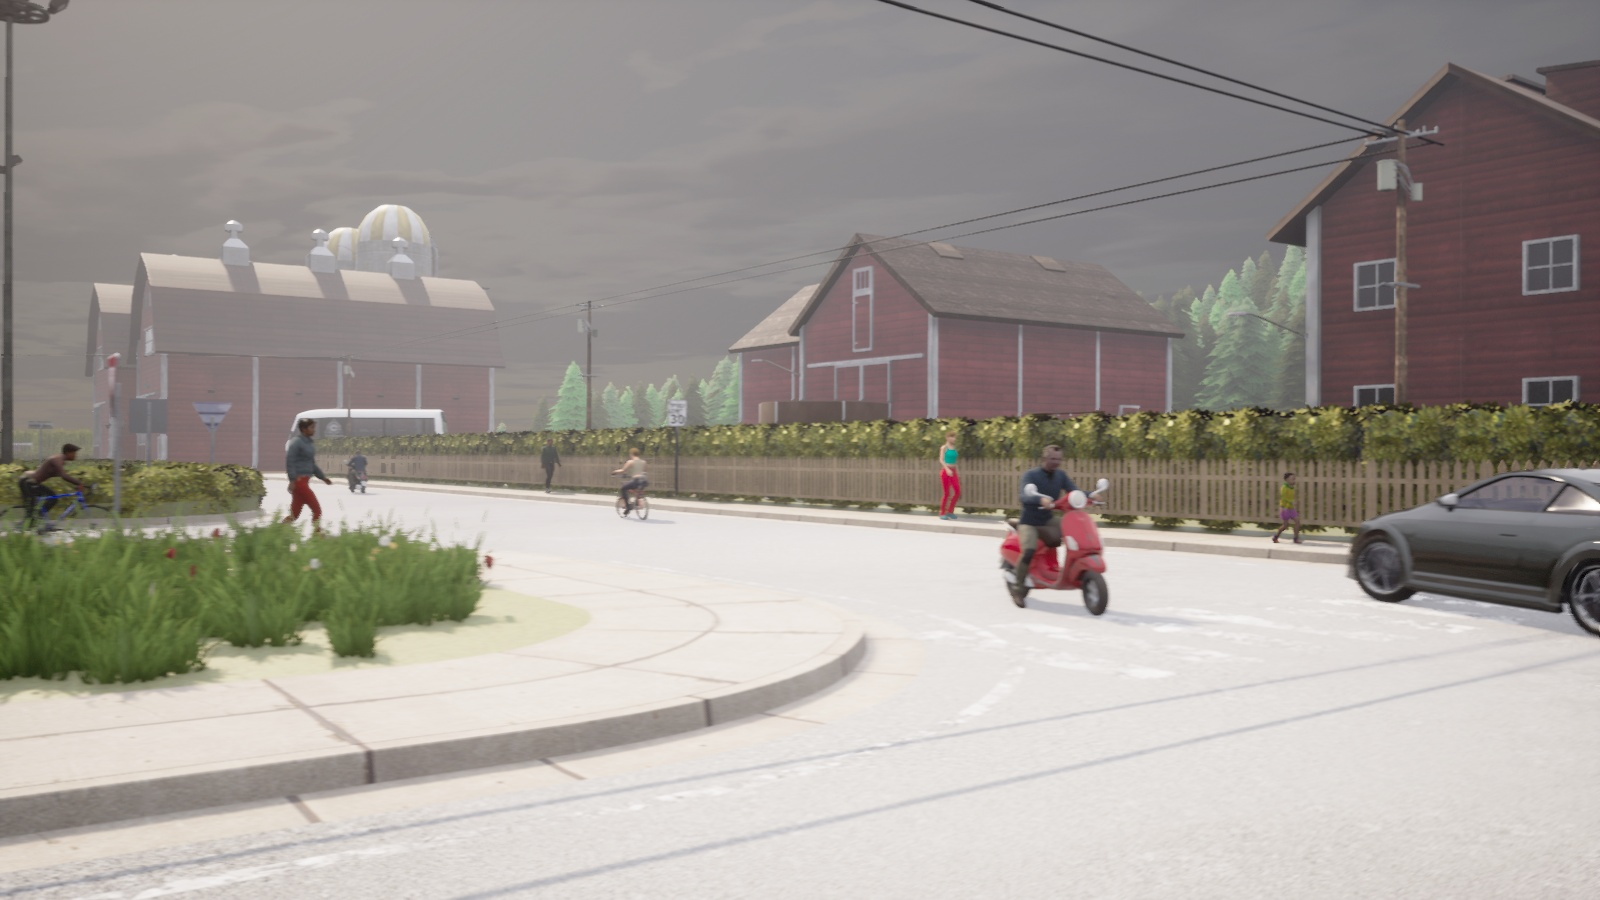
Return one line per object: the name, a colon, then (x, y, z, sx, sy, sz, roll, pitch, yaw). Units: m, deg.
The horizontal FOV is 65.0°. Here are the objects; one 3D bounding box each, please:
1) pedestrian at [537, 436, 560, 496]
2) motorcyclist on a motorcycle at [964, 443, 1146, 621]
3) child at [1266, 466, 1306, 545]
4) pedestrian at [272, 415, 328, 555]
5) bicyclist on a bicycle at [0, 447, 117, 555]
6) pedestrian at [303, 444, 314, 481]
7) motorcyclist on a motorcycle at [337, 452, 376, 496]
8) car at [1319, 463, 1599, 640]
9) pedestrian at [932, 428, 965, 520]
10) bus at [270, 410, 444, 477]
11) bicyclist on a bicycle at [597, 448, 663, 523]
pedestrian: (-8.273, 0.535, 41.236, 0.423, 1.949, 0.788, 0, 0, -39)
motorcyclist on a motorcycle: (2.435, 0.732, 12.216, 0.866, 1.590, 1.817, 0, 0, -22)
child: (7.315, 0.828, 18.910, 0.299, 1.160, 0.473, 0, 0, -32)
pedestrian: (-6.639, 0.459, 16.676, 0.614, 1.847, 0.353, 0, 0, -2)
bicyclist on a bicycle: (-11.470, 0.771, 19.330, 1.656, 1.620, 0.582, 0, 0, -26)
pedestrian: (-24.693, 0.623, 63.064, 0.353, 1.847, 0.614, 0, 0, -36)
motorcyclist on a motorcycle: (-16.104, 0.857, 45.577, 0.866, 1.590, 1.817, 0, 0, -35)
car: (7.052, 0.835, 11.785, 1.994, 1.385, 4.181, 0, 0, -13)
pedestrian: (3.003, 0.473, 25.426, 0.345, 1.836, 0.594, 0, 0, -35)
bus: (-29.177, -0.457, 83.177, 10.273, 4.253, 3.944, 0, 1, -8)
bicyclist on a bicycle: (-3.803, 0.771, 28.090, 0.866, 1.612, 1.509, 0, 0, -35)
